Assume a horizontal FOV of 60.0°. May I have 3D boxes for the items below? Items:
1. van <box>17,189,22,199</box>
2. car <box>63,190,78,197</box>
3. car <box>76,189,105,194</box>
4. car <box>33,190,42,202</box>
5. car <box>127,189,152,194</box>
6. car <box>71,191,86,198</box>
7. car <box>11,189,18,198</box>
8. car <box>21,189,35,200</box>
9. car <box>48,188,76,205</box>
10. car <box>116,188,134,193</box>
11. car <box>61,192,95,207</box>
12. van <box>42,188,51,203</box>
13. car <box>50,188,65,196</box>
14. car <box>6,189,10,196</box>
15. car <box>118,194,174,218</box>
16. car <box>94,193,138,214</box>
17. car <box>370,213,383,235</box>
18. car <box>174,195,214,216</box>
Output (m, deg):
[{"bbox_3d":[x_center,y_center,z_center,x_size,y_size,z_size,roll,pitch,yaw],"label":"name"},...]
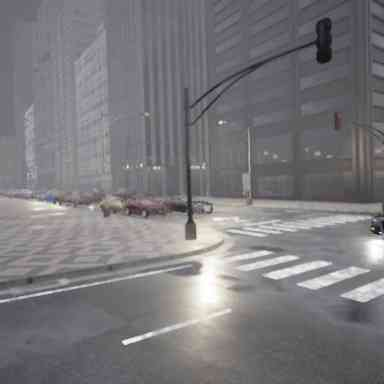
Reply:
[{"bbox_3d":[-32.965,0.472,66.147,1.690,1.788,3.998,-2,2,-36],"label":"van"},{"bbox_3d":[-26.027,0.355,71.101,1.887,1.381,4.507,-2,2,-36],"label":"car"},{"bbox_3d":[-12.898,0.789,42.839,1.882,1.535,5.008,-3,2,-35],"label":"car"},{"bbox_3d":[-23.149,0.844,52.425,2.008,1.369,4.403,-2,2,-36],"label":"car"},{"bbox_3d":[-6.402,0.688,43.648,1.947,1.339,4.313,-2,2,-36],"label":"car"},{"bbox_3d":[-22.755,0.447,66.527,1.802,1.307,4.206,-2,2,-36],"label":"car"},{"bbox_3d":[-36.237,0.391,70.722,2.192,1.841,5.009,-2,2,-36],"label":"car"},{"bbox_3d":[-29.693,0.626,61.574,1.967,1.590,4.097,-2,2,-36],"label":"car"},{"bbox_3d":[-16.611,0.709,43.268,2.192,1.841,5.009,-2,2,-36],"label":"car"},{"bbox_3d":[-9.677,0.389,48.218,2.192,1.841,5.009,-2,2,-36],"label":"car"},{"bbox_3d":[-13.336,0.987,38.697,1.887,1.381,4.507,-2,2,-36],"label":"car"},{"bbox_3d":[-19.882,0.686,47.845,1.690,1.788,3.998,-2,2,-36],"label":"van"},{"bbox_3d":[-32.573,0.015,80.246,2.192,1.841,5.009,-2,2,-36],"label":"car"},{"bbox_3d":[-42.775,0.509,79.878,1.887,1.381,4.507,-2,2,-36],"label":"car"},{"bbox_3d":[-3.523,1.121,24.969,1.887,1.381,4.507,-2,2,-36],"label":"car"},{"bbox_3d":[-6.696,1.060,29.406,1.752,1.417,4.829,-2,2,-36],"label":"car"},{"bbox_3d":[9.448,1.112,14.189,4.181,1.385,1.994,-3,2,-35],"label":"car"},{"bbox_3d":[-0.353,0.976,25.257,2.128,1.511,4.902,-3,2,-35],"label":"car"}]
